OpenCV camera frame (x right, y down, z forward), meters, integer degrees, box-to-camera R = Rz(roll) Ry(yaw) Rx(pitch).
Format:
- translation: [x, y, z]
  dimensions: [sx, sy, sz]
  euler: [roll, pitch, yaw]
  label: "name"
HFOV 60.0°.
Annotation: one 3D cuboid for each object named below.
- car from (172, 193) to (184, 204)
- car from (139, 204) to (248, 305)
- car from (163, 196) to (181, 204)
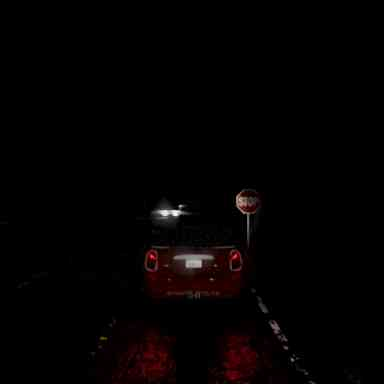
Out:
- translation: [-2.700, 1.227, 59.667]
  dimensions: [2.150, 2.045, 5.566]
  euler: [0, 0, 1]
  label: "car"
- translation: [0.006, 1.354, 8.294]
  dimensions: [2.097, 1.767, 4.553]
  euler: [0, 0, -1]
  label: "car"
- translation: [-2.758, 1.608, 43.533]
  dimensions: [1.895, 1.301, 4.718]
  euler: [0, 0, 0]
  label: "car"
